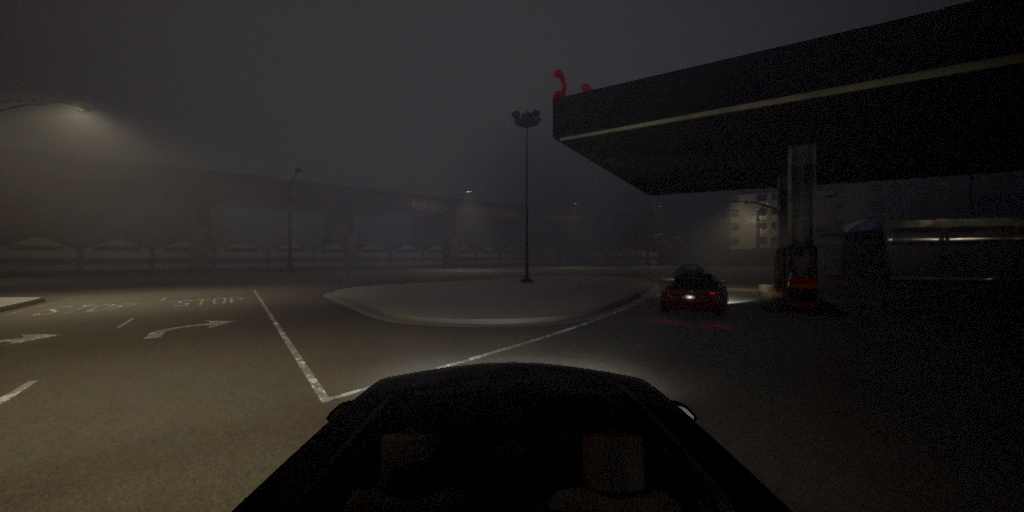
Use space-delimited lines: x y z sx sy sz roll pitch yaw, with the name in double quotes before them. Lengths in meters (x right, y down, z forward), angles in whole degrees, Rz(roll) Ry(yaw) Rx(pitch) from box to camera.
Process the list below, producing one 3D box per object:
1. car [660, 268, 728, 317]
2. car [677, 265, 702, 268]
"car" 6.904 1.321 13.461 1.994 1.385 4.181 0 0 32
"car" 13.217 1.321 26.593 1.994 1.385 4.181 0 0 19
